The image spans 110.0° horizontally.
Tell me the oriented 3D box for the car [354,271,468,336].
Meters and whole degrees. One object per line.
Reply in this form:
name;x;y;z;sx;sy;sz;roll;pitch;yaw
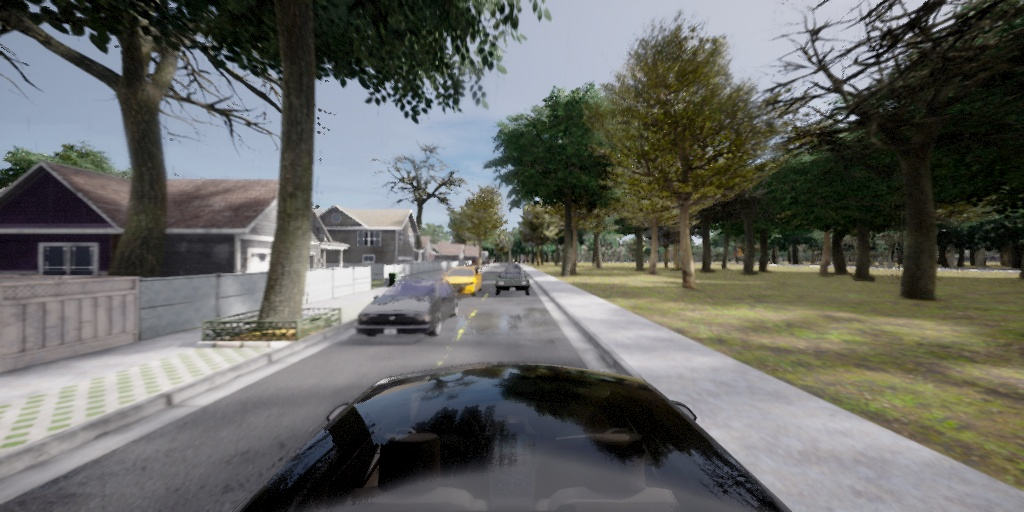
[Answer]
car;-2.747;1.346;10.785;2.033;1.411;5.357;0;0;0

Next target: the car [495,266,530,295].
car;0.050;1.461;20.955;1.895;1.301;4.718;0;0;1

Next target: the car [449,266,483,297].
car;-2.753;1.333;20.160;1.882;1.535;5.008;0;0;0

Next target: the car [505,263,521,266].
car;0.108;1.572;43.855;1.994;1.385;4.181;0;0;0
